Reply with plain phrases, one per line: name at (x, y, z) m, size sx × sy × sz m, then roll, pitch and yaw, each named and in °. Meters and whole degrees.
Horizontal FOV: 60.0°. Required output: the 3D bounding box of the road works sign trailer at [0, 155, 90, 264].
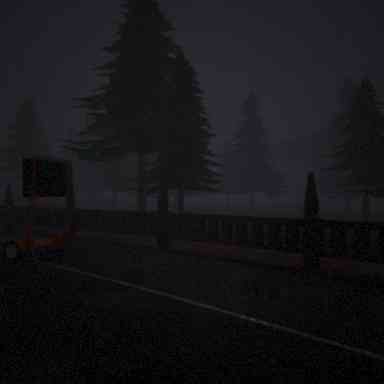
road works sign trailer at (-4.901, 0.579, 11.901) m, size 2.880 × 3.560 × 2.380 m, roll 0°, pitch -1°, yaw 18°
